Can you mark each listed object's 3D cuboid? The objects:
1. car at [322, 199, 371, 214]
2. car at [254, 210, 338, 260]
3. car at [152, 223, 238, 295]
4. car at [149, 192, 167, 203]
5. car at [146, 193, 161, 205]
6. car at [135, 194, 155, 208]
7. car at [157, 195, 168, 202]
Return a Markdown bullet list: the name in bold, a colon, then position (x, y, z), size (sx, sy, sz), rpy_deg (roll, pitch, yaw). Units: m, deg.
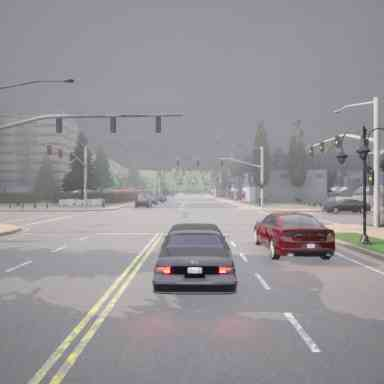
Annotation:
- **car**: position (16.256, 1.505, 35.146), size (4.892, 1.490, 1.837), rpy_deg (0, 0, -1)
- **car**: position (3.605, 1.478, 12.507), size (1.882, 1.535, 5.008), rpy_deg (0, 0, 0)
- **car**: position (0.078, 1.547, 8.887), size (2.033, 1.411, 5.357), rpy_deg (0, 0, 1)
- **car**: position (-6.875, 1.221, 67.571), size (2.150, 2.045, 5.566), rpy_deg (0, 0, 0)
- **car**: position (-6.947, 1.477, 57.672), size (1.882, 1.535, 5.008), rpy_deg (0, 0, 0)
- **car**: position (-6.981, 1.477, 48.096), size (1.882, 1.535, 5.008), rpy_deg (0, 0, 0)
- **car**: position (-6.842, 1.540, 78.186), size (2.033, 1.411, 5.357), rpy_deg (0, 0, 0)
